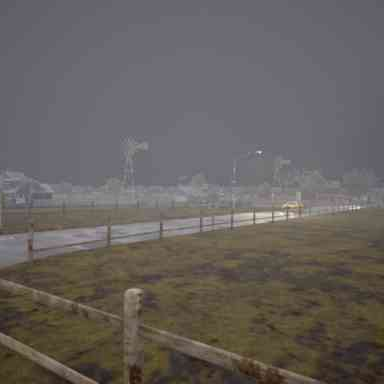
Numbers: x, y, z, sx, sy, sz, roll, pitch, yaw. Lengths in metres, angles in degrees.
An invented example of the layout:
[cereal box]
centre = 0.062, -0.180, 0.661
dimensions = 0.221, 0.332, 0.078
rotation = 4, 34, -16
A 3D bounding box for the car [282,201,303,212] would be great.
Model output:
[car]
centre = 14.933, 2.126, 49.238
dimensions = 1.882, 1.535, 5.008
rotation = 1, 0, 36
